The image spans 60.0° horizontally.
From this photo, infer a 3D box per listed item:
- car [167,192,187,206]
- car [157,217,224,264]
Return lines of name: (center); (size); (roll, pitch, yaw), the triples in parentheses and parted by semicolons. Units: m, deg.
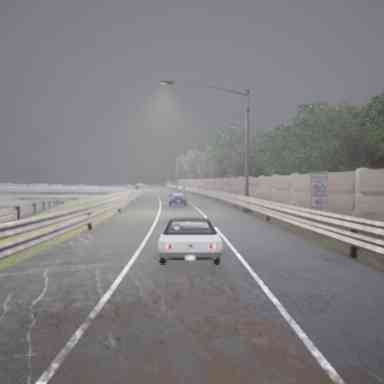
car: (-1.584, 0.696, 36.040); (1.812, 1.442, 4.674); (0, 2, -5)
car: (-0.104, 1.514, 11.511); (1.895, 1.301, 4.718); (0, 1, -2)
